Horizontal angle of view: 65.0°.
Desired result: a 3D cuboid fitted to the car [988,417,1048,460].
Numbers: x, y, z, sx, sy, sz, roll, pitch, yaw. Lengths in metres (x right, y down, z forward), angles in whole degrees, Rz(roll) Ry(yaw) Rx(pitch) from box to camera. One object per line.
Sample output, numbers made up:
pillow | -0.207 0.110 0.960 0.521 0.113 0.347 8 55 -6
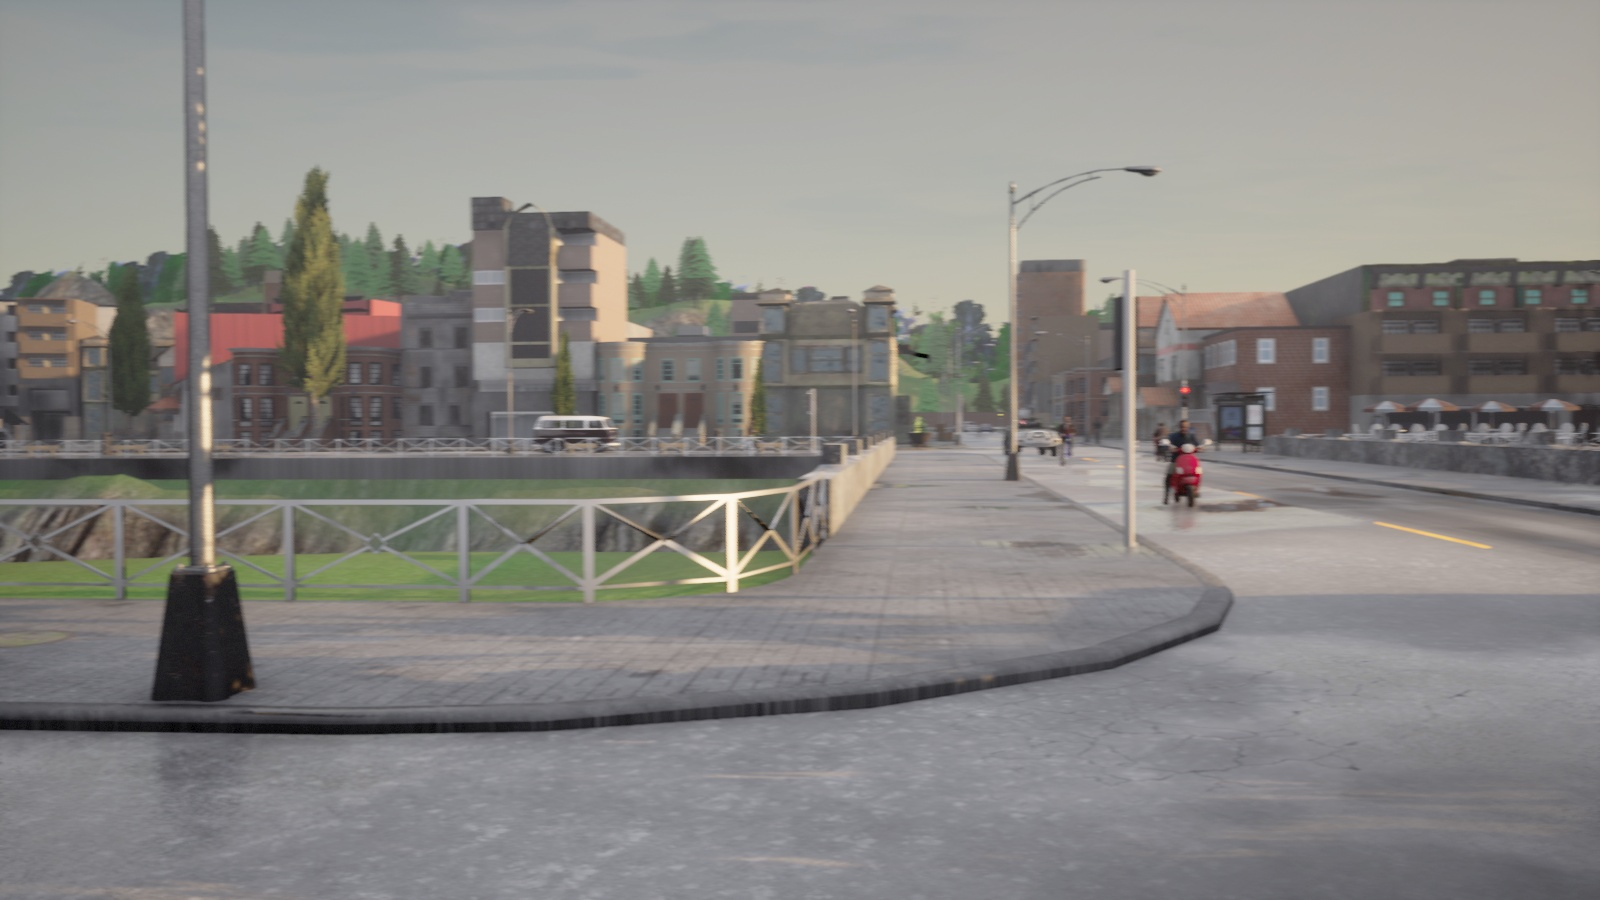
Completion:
car | 9.796 -0.566 56.757 1.932 1.855 4.605 0 1 0

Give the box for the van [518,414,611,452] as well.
van | -12.577 -0.918 67.129 4.480 2.038 2.069 0 1 5

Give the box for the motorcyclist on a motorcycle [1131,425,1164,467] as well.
motorcyclist on a motorcycle | 12.856 -0.175 46.505 0.797 1.523 2.044 0 1 6

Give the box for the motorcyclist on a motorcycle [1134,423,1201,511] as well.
motorcyclist on a motorcycle | 6.834 0.283 23.444 0.866 1.590 1.817 0 1 6

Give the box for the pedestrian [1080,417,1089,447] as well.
pedestrian | 18.031 -1.153 79.677 0.563 1.883 0.849 0 1 12
